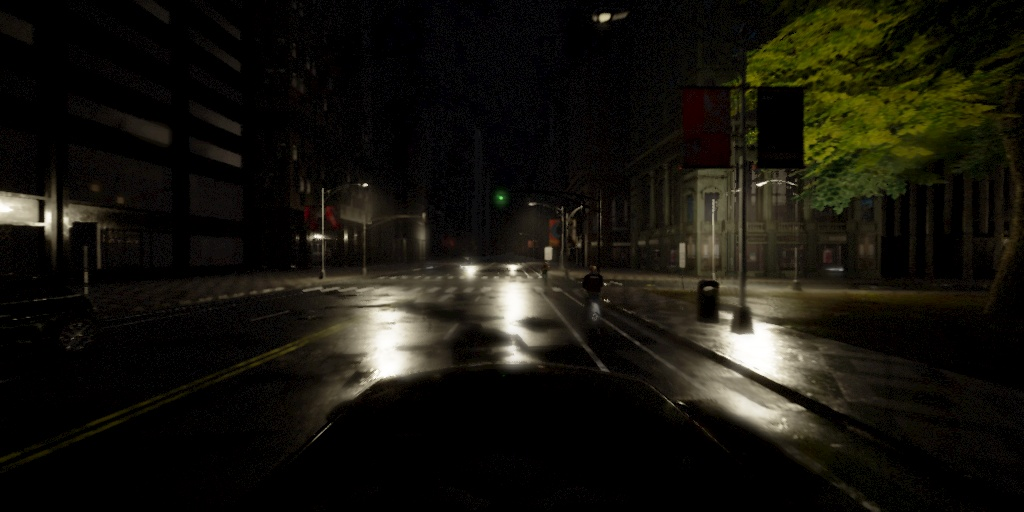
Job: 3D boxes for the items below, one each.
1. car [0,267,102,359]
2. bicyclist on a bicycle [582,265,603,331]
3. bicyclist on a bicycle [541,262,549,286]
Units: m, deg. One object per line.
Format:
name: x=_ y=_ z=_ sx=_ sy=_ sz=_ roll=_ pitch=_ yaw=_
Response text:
car: x=-9.835 y=1.105 z=5.657 sx=2.097 sy=1.767 sz=4.553 roll=0 pitch=0 yaw=0
bicyclist on a bicycle: x=2.254 y=1.127 z=10.188 sx=0.659 sy=1.776 sz=1.843 roll=0 pitch=0 yaw=0
bicyclist on a bicycle: x=2.285 y=1.244 z=24.759 sx=0.582 sy=1.620 sz=1.656 roll=1 pitch=0 yaw=0
